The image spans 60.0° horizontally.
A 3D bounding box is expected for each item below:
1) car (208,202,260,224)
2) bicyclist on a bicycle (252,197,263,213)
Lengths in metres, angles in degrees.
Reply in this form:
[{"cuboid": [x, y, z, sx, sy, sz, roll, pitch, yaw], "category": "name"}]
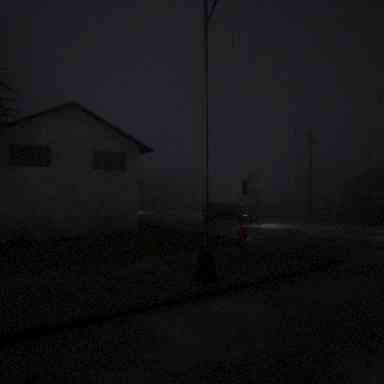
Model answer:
[{"cuboid": [2.855, 1.511, 24.684, 1.837, 1.490, 4.892, 0, 0, -36], "category": "car"}, {"cuboid": [6.649, 1.357, 33.812, 1.656, 1.620, 0.582, 0, 0, -36], "category": "bicyclist on a bicycle"}]
